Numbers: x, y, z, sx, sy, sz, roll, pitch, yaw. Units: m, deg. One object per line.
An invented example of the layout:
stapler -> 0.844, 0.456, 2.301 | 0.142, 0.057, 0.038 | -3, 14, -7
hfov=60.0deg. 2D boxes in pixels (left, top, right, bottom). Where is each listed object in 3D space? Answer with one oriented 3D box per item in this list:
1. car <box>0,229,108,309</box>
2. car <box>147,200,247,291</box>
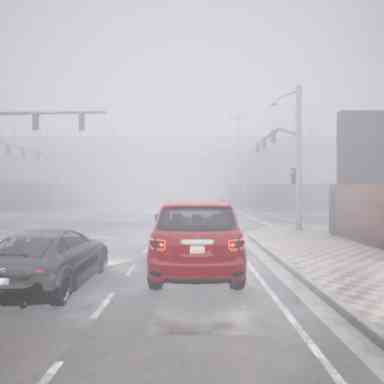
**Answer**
car -> -3.399, 1.552, 7.915 | 1.994, 1.385, 4.181 | 0, 0, 0
car -> 0.101, 1.208, 9.107 | 2.150, 2.045, 5.566 | 0, 0, 0
